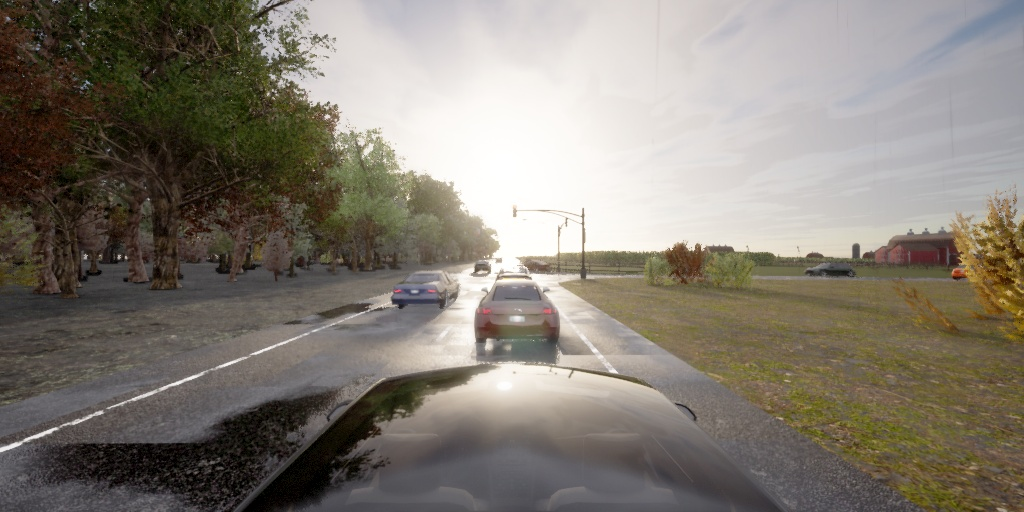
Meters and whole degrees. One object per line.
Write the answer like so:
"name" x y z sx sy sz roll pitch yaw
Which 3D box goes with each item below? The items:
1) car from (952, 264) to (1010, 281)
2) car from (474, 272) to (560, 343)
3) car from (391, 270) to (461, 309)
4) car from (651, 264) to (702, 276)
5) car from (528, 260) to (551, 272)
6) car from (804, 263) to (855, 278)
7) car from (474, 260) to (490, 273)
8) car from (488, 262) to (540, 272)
"car" 48.889 1.633 37.213 4.553 1.767 2.097 1 -1 0
"car" 0.100 1.316 9.675 1.994 1.385 4.181 0 0 0
"car" -3.407 1.300 15.059 2.033 1.411 5.357 0 0 0
"car" 18.802 1.560 40.930 5.357 1.411 2.033 1 -1 0
"car" 2.813 1.274 46.088 1.882 1.535 5.008 -1 2 -42
"car" 36.089 1.554 40.859 4.553 1.767 2.097 1 -1 0
"car" -3.417 1.263 42.715 1.837 1.490 4.892 0 0 0
"car" 0.094 1.245 18.573 2.128 1.511 4.902 0 0 0
